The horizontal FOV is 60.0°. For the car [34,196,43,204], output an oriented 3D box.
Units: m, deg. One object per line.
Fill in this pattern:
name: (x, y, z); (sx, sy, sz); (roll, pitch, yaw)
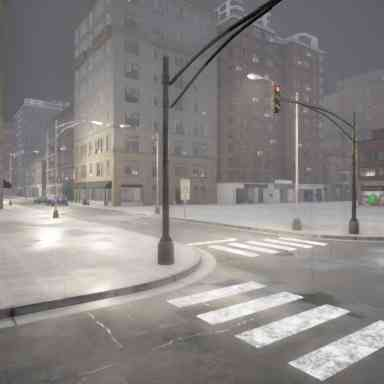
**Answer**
car: (-25.409, 1.286, 56.331); (1.994, 1.385, 4.181); (0, 0, -36)

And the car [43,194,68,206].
car: (-19.612, 1.118, 48.219); (2.097, 1.767, 4.553); (0, 0, -36)
